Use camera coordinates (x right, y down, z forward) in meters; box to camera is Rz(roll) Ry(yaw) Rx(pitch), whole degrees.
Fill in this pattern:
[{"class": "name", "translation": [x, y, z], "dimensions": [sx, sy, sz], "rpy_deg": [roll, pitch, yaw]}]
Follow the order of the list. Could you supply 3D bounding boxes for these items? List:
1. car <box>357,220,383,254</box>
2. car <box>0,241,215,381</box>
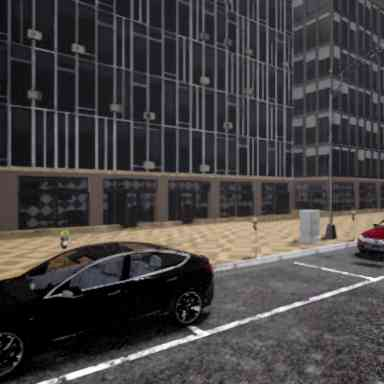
[{"class": "car", "translation": [7.698, 1.530, 12.052], "dimensions": [4.206, 1.307, 1.802], "rpy_deg": [0, 0, -36]}, {"class": "car", "translation": [-1.567, 1.559, 5.439], "dimensions": [4.313, 1.339, 1.947], "rpy_deg": [0, 0, -36]}]
